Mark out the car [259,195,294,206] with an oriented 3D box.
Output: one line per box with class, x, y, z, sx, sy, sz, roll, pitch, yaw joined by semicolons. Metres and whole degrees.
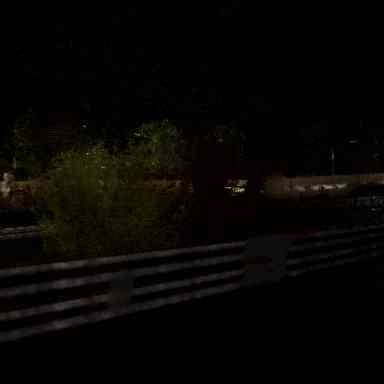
car;9.956;1.386;39.347;5.566;2.045;2.150;-4;2;-17
